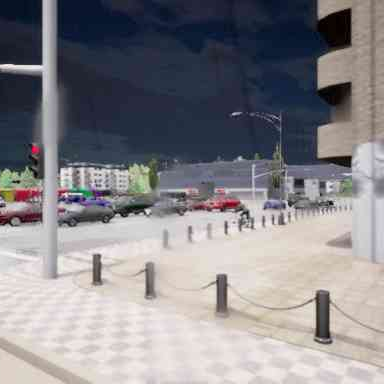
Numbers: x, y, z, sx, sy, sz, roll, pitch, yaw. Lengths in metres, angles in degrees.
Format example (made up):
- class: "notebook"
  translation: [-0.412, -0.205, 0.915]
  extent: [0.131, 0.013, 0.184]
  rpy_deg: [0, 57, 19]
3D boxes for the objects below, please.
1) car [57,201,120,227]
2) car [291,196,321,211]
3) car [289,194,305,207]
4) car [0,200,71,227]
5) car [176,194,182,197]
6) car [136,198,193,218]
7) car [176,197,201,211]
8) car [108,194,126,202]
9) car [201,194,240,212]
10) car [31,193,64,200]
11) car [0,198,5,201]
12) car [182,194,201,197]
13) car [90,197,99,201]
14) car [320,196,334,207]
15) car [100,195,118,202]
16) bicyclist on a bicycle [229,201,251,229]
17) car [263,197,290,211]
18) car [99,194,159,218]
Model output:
- class: "car"
  translation: [-7.715, 1.625, 23.861]
  extent: [1.812, 1.442, 4.674]
  rpy_deg: [0, 0, 36]
- class: "car"
  translation: [14.713, 1.637, 42.827]
  extent: [1.994, 1.385, 4.181]
  rpy_deg: [0, 0, 36]
- class: "car"
  translation: [16.439, 1.301, 51.169]
  extent: [2.150, 2.045, 5.566]
  rpy_deg: [0, 0, 36]
- class: "car"
  translation: [-11.717, 1.586, 24.325]
  extent: [1.882, 1.535, 5.008]
  rpy_deg: [0, 0, 36]
- class: "car"
  translation: [-1.709, 1.293, 67.097]
  extent: [1.905, 1.878, 3.866]
  rpy_deg: [0, 0, 36]
- class: "car"
  translation: [-2.463, 1.588, 31.196]
  extent: [2.128, 1.511, 4.902]
  rpy_deg: [0, 0, 36]
- class: "car"
  translation: [-0.072, 1.666, 40.496]
  extent: [1.994, 1.385, 4.181]
  rpy_deg: [0, 0, 36]
- class: "car"
  translation: [-17.623, 1.341, 78.579]
  extent: [1.905, 1.878, 3.866]
  rpy_deg: [0, 0, 36]
- class: "car"
  translation: [3.777, 1.315, 39.860]
  extent: [2.150, 2.045, 5.566]
  rpy_deg: [0, 0, 36]
- class: "car"
  translation: [-27.884, 1.343, 64.378]
  extent: [1.932, 1.855, 4.605]
  rpy_deg: [0, 0, 36]
- class: "car"
  translation: [-27.677, 1.563, 45.691]
  extent: [1.970, 1.475, 3.806]
  rpy_deg: [0, 0, 36]
- class: "car"
  translation: [0.603, 1.283, 65.355]
  extent: [1.932, 1.855, 4.605]
  rpy_deg: [0, 0, 36]
- class: "car"
  translation: [-14.147, 1.545, 54.538]
  extent: [1.970, 1.475, 3.806]
  rpy_deg: [0, 0, 36]
- class: "car"
  translation: [19.711, 1.423, 49.879]
  extent: [2.097, 1.767, 4.553]
  rpy_deg: [0, 0, 36]
- class: "car"
  translation: [-19.961, 1.587, 80.286]
  extent: [1.970, 1.475, 3.806]
  rpy_deg: [0, 0, 36]
- class: "bicyclist on a bicycle"
  translation: [2.917, 1.373, 19.869]
  extent: [1.656, 1.620, 0.582]
  rpy_deg: [-1, 0, 36]
- class: "car"
  translation: [10.790, 1.608, 43.290]
  extent: [1.812, 1.442, 4.674]
  rpy_deg: [0, 0, 35]
- class: "car"
  translation: [-5.914, 1.327, 32.396]
  extent: [2.150, 2.045, 5.566]
  rpy_deg: [0, 0, 36]
